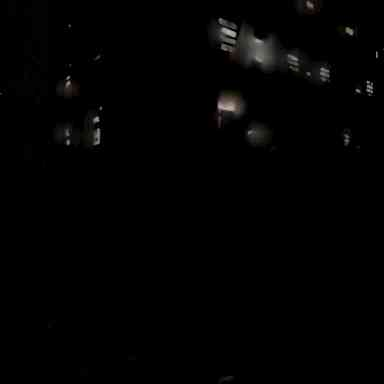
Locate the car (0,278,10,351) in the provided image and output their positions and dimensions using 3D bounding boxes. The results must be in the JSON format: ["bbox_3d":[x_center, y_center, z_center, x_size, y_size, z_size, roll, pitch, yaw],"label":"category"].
[{"bbox_3d":[-4.436,1.536,3.393,4.507,1.381,1.887,0,0,-36],"label":"car"}]
